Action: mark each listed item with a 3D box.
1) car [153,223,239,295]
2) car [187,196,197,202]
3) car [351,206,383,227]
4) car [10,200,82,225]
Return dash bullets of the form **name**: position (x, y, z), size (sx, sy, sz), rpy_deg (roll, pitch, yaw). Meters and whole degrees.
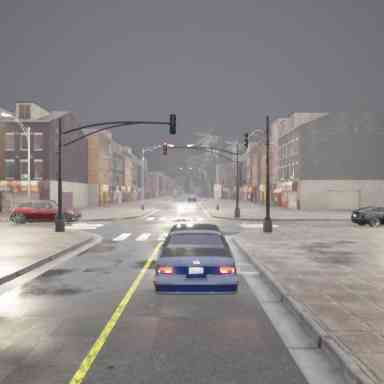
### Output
- **car**: position (0.080, 1.549, 8.885), size (2.033, 1.411, 5.357), rpy_deg (0, 0, 0)
- **car**: position (0.002, 1.548, 75.819), size (1.882, 1.535, 5.008), rpy_deg (0, 0, 0)
- **car**: position (12.351, 1.522, 21.002), size (4.313, 1.339, 1.947), rpy_deg (0, 0, 0)
- **car**: position (-10.239, 1.386, 23.667), size (4.553, 1.767, 2.097), rpy_deg (0, 0, -1)
